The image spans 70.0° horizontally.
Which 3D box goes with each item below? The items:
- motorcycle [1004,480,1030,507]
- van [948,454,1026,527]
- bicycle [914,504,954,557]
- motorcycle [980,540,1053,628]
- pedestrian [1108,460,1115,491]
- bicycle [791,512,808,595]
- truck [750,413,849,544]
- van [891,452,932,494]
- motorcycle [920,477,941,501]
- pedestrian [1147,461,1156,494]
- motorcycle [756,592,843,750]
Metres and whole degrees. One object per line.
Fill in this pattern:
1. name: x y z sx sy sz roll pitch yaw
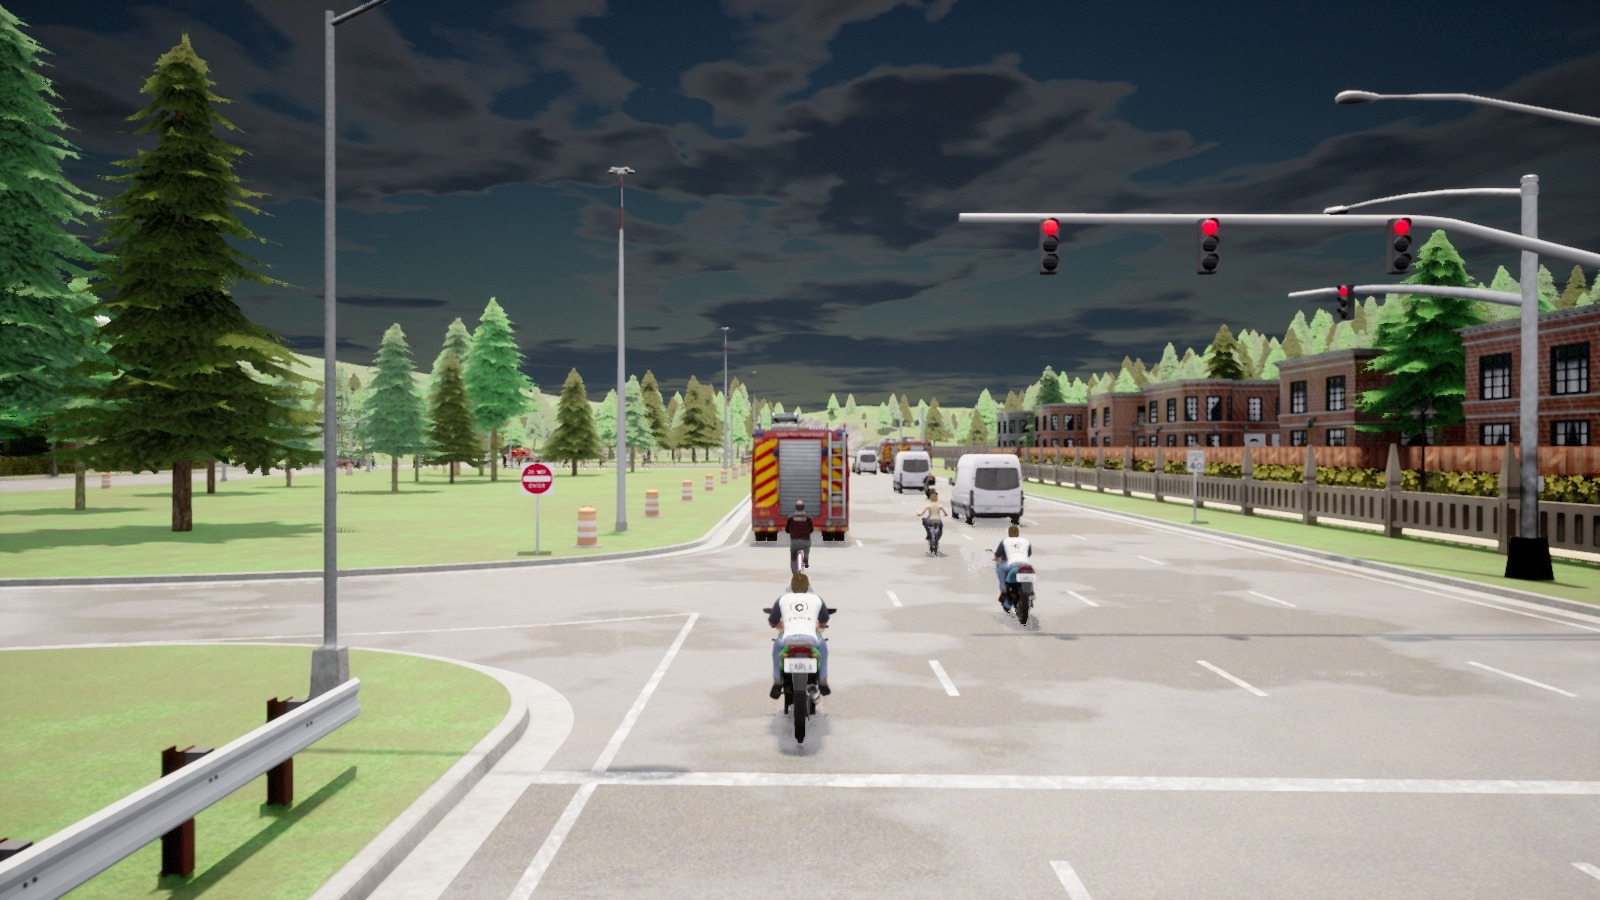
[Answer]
1. motorcycle: 10.497 2.100 55.337 0.867 1.251 2.209 0 0 0
2. van: 6.994 1.451 43.435 1.988 2.561 5.915 0 0 0
3. bicycle: 3.499 2.100 29.962 0.859 1.277 1.487 0 0 0
4. motorcycle: 3.499 2.148 18.648 0.803 1.199 2.033 0 0 0
5. pedestrian: 19.127 1.564 70.193 0.375 1.860 0.375 0 0 2
6. bicycle: -0.008 2.016 22.633 0.329 1.471 1.835 0 0 0
7. truck: -0.006 0.818 37.517 2.891 3.827 8.468 0 0 0
8. van: 6.992 1.398 71.950 1.988 2.561 5.915 0 0 0
9. motorcycle: 6.997 2.088 61.487 0.867 1.251 2.209 0 0 0
10. pedestrian: 20.258 1.574 65.804 0.375 1.860 0.375 0 0 1
11. motorcycle: -0.001 2.162 11.556 0.803 1.199 2.033 0 0 0
